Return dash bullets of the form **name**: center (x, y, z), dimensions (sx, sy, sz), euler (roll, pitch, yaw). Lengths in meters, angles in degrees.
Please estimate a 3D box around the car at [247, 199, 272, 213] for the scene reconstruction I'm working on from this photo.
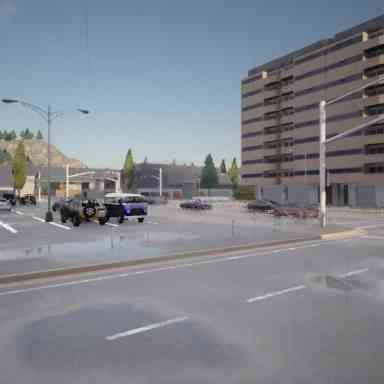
- **car**: center (8.017, 1.559, 35.762), dimensions (1.837, 1.490, 4.892), euler (0, 0, -35)

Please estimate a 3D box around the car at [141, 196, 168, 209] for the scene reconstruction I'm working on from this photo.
- **car**: center (-6.055, 1.603, 55.647), dimensions (2.033, 1.411, 5.357), euler (0, 0, -35)

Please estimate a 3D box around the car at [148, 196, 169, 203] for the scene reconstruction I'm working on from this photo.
- **car**: center (-6.997, 1.546, 69.324), dimensions (2.128, 1.511, 4.902), euler (0, 0, -35)

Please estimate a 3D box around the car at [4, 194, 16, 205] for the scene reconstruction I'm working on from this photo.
- **car**: center (-29.688, 1.212, 53.706), dimensions (1.905, 1.878, 3.866), euler (0, 0, -35)

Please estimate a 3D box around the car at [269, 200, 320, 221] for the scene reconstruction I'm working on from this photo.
- **car**: center (9.080, 1.619, 28.225), dimensions (1.994, 1.385, 4.181), euler (0, 0, -35)

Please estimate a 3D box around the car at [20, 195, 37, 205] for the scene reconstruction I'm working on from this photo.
- **car**: center (-27.292, 1.209, 55.329), dimensions (1.932, 1.855, 4.605), euler (0, 0, -35)

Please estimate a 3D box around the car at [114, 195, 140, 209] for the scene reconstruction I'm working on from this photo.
- **car**: center (-11.160, 1.656, 56.846), dimensions (1.895, 1.301, 4.718), euler (0, 0, -35)

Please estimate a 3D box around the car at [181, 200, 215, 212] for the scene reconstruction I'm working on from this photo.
- **car**: center (0.646, 1.656, 40.097), dimensions (1.895, 1.301, 4.718), euler (0, 0, -35)

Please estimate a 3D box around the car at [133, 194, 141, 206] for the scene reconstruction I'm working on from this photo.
- **car**: center (-9.309, 1.547, 66.534), dimensions (2.128, 1.511, 4.902), euler (0, 0, -35)

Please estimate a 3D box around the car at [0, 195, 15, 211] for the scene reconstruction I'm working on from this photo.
- **car**: center (-21.832, 1.451, 37.872), dimensions (1.970, 1.475, 3.806), euler (0, 0, -35)
